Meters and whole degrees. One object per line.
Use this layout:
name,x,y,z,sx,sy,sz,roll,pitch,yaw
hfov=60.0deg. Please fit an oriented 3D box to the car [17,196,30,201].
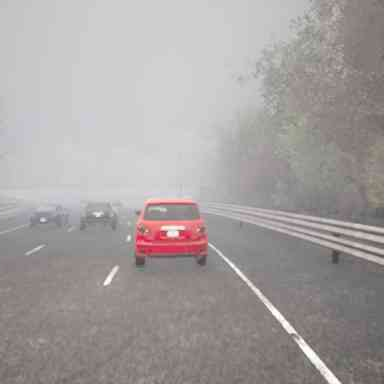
car,-43.758,1.637,84.342,4.674,1.442,1.812,0,0,37

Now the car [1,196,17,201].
car,-45.975,1.665,81.634,5.357,1.411,2.033,0,0,37

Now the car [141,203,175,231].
car,-2.300,1.533,21.596,1.812,1.442,4.674,0,0,-11

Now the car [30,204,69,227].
car,-9.662,1.558,22.789,1.812,1.442,4.674,0,0,-12

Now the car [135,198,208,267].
car,-0.819,1.224,11.696,2.150,2.045,5.566,0,0,-6

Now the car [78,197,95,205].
car,-20.118,1.668,63.461,1.895,1.301,4.718,0,0,-34

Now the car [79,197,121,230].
car,-5.831,1.372,21.338,2.097,1.767,4.553,0,0,-11
